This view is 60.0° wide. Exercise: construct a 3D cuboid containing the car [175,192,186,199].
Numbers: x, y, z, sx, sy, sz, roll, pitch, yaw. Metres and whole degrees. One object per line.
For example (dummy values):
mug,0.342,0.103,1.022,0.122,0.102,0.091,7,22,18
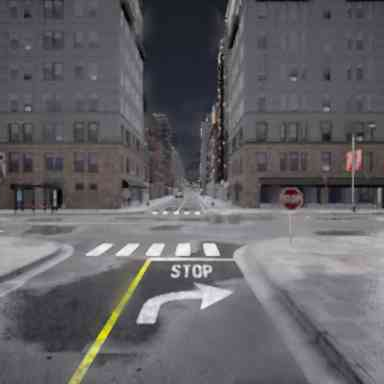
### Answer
car,-2.907,0.764,75.067,1.882,1.535,5.008,0,0,0
